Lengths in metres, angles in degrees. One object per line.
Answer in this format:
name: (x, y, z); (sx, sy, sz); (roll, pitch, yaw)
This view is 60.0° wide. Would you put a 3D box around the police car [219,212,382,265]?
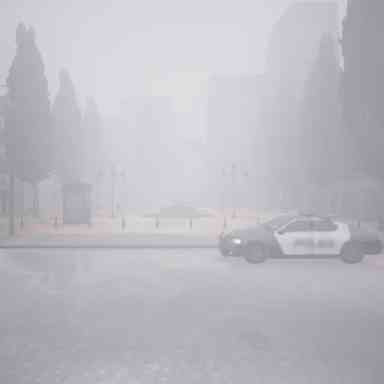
police car: (3.456, 1.507, 11.182); (4.974, 1.542, 2.038); (0, 0, 0)
